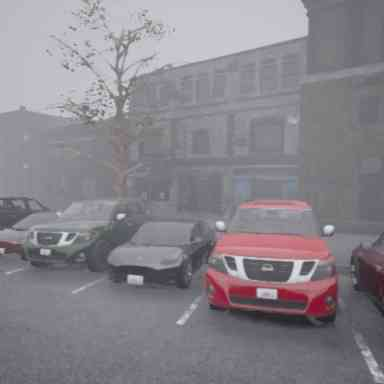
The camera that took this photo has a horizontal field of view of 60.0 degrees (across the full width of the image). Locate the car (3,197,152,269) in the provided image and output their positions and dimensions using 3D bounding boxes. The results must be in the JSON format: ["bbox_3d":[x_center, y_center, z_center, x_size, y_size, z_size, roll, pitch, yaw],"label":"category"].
[{"bbox_3d":[-3.023,1.229,11.214,2.435,2.045,5.566,1,-1,15],"label":"car"}]

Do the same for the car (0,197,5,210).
[{"bbox_3d":[-7.921,1.228,14.751,2.435,2.045,5.566,0,-1,15],"label":"car"}]

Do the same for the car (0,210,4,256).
[{"bbox_3d":[-5.479,1.509,12.950,2.163,1.488,4.792,1,-1,15],"label":"car"}]

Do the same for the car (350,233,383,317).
[{"bbox_3d":[4.312,1.358,5.981,2.185,1.767,4.553,0,-1,15],"label":"car"}]

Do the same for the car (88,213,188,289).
[{"bbox_3d":[-0.577,1.511,9.469,2.163,1.488,4.792,1,-1,15],"label":"car"}]

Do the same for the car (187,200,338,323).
[{"bbox_3d":[1.878,1.231,7.729,2.435,2.045,5.566,1,-1,15],"label":"car"}]
